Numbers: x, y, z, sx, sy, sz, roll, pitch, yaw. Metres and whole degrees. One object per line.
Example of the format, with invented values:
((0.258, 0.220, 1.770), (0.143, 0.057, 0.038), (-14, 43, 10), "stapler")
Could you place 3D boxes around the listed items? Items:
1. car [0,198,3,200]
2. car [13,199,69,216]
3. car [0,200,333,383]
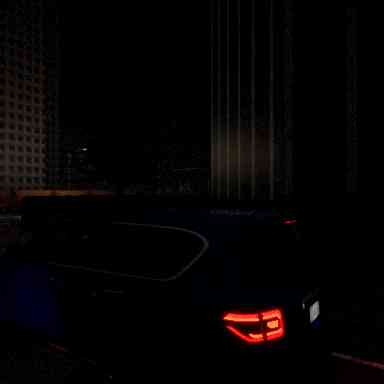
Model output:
((-20.708, 1.409, 33.055), (2.097, 1.767, 4.553), (0, 0, 35), "car")
((-15.466, 1.533, 34.398), (1.882, 1.535, 5.008), (0, 0, 35), "car")
((-1.021, 1.221, 4.715), (5.566, 2.045, 2.150), (0, 0, 35), "car")
